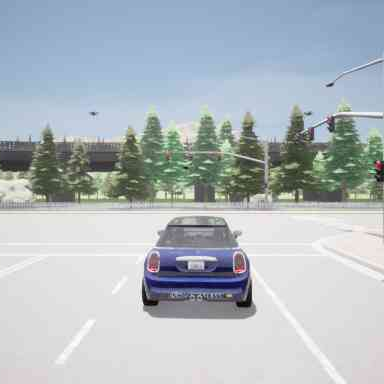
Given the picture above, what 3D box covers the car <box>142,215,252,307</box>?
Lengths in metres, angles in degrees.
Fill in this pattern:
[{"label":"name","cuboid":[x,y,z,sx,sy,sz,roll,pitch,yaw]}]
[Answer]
[{"label":"car","cuboid":[0.173,1.352,8.152,2.097,1.767,4.553,0,0,3]}]
